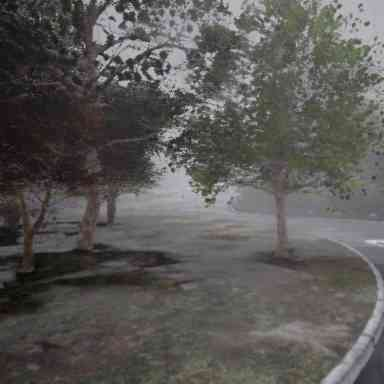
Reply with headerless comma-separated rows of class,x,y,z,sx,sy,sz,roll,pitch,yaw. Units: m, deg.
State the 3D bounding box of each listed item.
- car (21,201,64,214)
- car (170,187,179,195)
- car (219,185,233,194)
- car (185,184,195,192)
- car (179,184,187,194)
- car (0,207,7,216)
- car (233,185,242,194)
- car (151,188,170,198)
car,-17.295,1.700,37.559,5.357,1.411,2.033,0,0,-17
car,-5.304,-0.005,74.334,1.946,1.575,5.366,0,3,17
car,7.513,-0.278,76.211,1.812,1.442,4.674,0,3,18
car,-1.941,-0.911,85.122,2.435,2.045,5.566,0,3,17
car,-3.663,-0.326,79.600,1.946,1.575,5.366,0,3,17
car,-20.071,1.682,32.535,4.674,1.442,1.812,0,0,-26
car,10.850,-0.504,75.986,2.097,1.767,4.553,0,3,18
car,-6.953,0.318,69.073,1.946,1.575,5.366,0,3,18
